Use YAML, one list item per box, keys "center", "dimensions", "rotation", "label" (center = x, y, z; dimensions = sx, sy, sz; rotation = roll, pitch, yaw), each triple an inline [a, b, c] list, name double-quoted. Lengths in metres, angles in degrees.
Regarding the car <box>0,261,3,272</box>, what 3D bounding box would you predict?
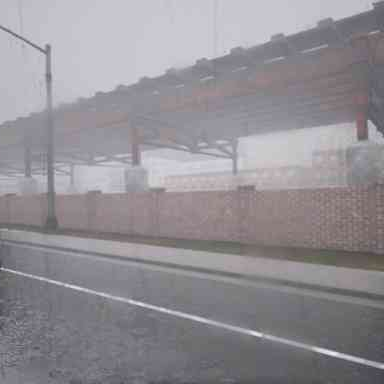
- center: [-7.341, 1.654, 9.229]
  dimensions: [5.357, 1.411, 2.033]
  rotation: [-1, 0, 36]
  label: "car"
